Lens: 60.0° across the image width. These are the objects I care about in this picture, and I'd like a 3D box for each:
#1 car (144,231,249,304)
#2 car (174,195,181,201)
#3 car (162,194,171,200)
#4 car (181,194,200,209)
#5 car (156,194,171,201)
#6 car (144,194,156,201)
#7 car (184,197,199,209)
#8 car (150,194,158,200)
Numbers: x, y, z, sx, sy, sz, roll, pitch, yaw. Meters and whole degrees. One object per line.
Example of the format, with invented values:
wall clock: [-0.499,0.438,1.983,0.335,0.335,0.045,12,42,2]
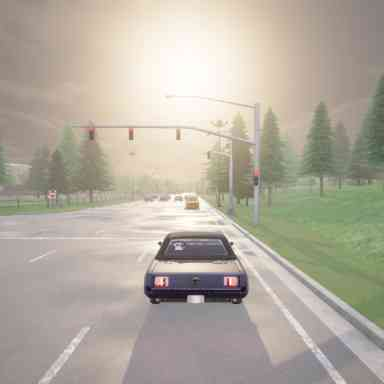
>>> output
car: [0.092,1.601,8.078,1.895,1.301,4.718,0,0,0]
car: [-3.366,1.551,83.704,1.994,1.385,4.181,0,0,0]
car: [-6.855,1.372,90.797,2.033,1.411,5.357,0,0,0]
car: [-0.065,1.089,46.242,1.882,1.535,5.008,-3,17,-4]
car: [-6.872,1.531,80.377,2.033,1.411,5.357,0,0,0]
car: [-10.372,1.531,80.382,2.033,1.411,5.357,0,0,0]
car: [0.005,1.576,49.746,2.033,1.411,5.357,-1,1,1]
car: [-10.355,1.332,90.802,1.837,1.490,4.892,0,0,0]
